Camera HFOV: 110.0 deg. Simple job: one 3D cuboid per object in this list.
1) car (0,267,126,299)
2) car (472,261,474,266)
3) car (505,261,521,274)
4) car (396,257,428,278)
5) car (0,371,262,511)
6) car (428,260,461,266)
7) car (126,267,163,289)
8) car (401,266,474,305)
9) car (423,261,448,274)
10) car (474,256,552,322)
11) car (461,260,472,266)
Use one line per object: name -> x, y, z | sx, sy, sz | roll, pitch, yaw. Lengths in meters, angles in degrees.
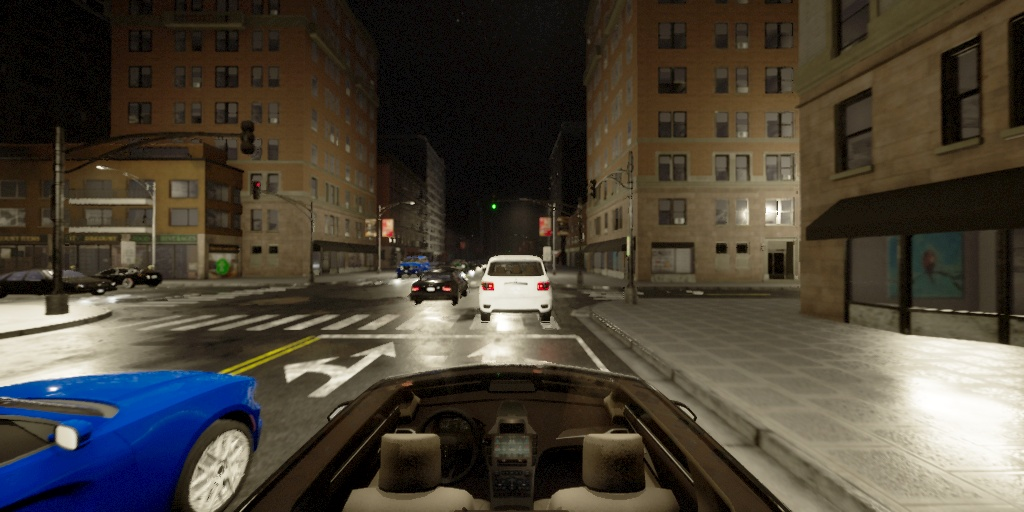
car -> -23.140, 1.345, 17.875 | 5.357, 1.411, 2.033 | 0, 0, 0
car -> -6.492, 1.523, 54.617 | 1.895, 1.301, 4.718 | 0, 0, 0
car -> 0.107, 1.396, 45.078 | 1.837, 1.490, 4.892 | 0, -1, 0
car -> -9.833, 1.086, 36.126 | 2.150, 2.045, 5.566 | 0, 0, 0
car -> -3.152, 1.226, 1.143 | 1.882, 1.535, 5.008 | 0, 0, 0
car -> -6.585, 1.367, 35.349 | 1.837, 1.490, 4.892 | 0, 0, 0
car -> -25.372, 1.403, 23.368 | 4.313, 1.339, 1.948 | 0, 0, 0
car -> -3.149, 1.347, 16.412 | 2.033, 1.411, 5.357 | 0, 0, 0
car -> -9.795, 1.444, 46.373 | 2.033, 1.411, 5.357 | 0, 0, 0
car -> 0.103, 1.010, 12.569 | 2.150, 2.045, 5.566 | 0, 0, 0
car -> -6.562, 1.243, 44.344 | 2.097, 1.767, 4.553 | 0, 0, 0
